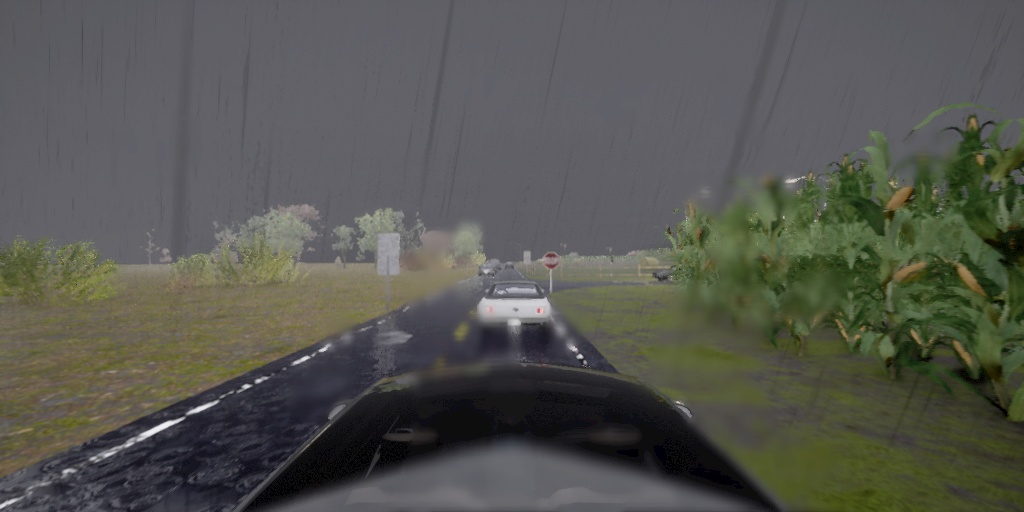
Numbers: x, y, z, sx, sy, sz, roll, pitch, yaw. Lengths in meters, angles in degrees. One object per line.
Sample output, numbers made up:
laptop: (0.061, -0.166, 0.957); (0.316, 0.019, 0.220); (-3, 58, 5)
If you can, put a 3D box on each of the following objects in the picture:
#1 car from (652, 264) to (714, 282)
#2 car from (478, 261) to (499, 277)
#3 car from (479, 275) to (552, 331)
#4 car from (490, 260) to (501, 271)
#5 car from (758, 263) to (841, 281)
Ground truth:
car: (14.377, 1.400, 30.204); (4.892, 1.490, 1.837); (-1, -1, -1)
car: (-2.967, 1.645, 42.668); (2.128, 1.511, 4.902); (0, -1, -2)
car: (0.095, 1.443, 11.341); (1.895, 1.301, 4.718); (0, -1, 0)
car: (-3.118, 1.755, 52.916); (2.128, 1.511, 4.902); (0, -1, -1)
car: (24.207, 1.349, 30.359); (5.357, 1.411, 2.033); (-1, -1, -1)
